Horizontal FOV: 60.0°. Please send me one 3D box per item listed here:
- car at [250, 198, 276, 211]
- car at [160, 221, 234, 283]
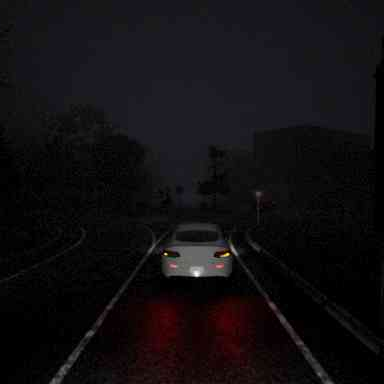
[{"bbox_3d":[8.999,1.534,42.730,1.882,1.535,5.008,1,-1,-10],"label":"car"},{"bbox_3d":[0.168,1.582,9.763,1.812,1.442,4.674,0,0,2],"label":"car"}]
